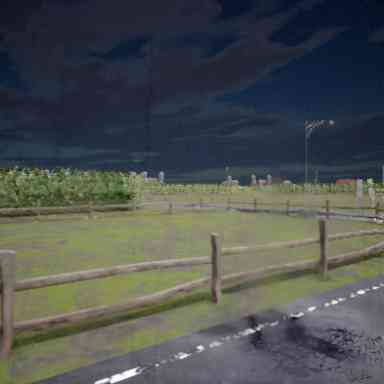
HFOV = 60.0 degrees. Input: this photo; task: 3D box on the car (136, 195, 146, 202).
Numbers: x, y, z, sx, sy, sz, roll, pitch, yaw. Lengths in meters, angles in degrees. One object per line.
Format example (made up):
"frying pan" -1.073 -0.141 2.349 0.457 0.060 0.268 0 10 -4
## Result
"car" -9.512 0.982 56.551 1.837 1.490 4.892 -1 1 -36
